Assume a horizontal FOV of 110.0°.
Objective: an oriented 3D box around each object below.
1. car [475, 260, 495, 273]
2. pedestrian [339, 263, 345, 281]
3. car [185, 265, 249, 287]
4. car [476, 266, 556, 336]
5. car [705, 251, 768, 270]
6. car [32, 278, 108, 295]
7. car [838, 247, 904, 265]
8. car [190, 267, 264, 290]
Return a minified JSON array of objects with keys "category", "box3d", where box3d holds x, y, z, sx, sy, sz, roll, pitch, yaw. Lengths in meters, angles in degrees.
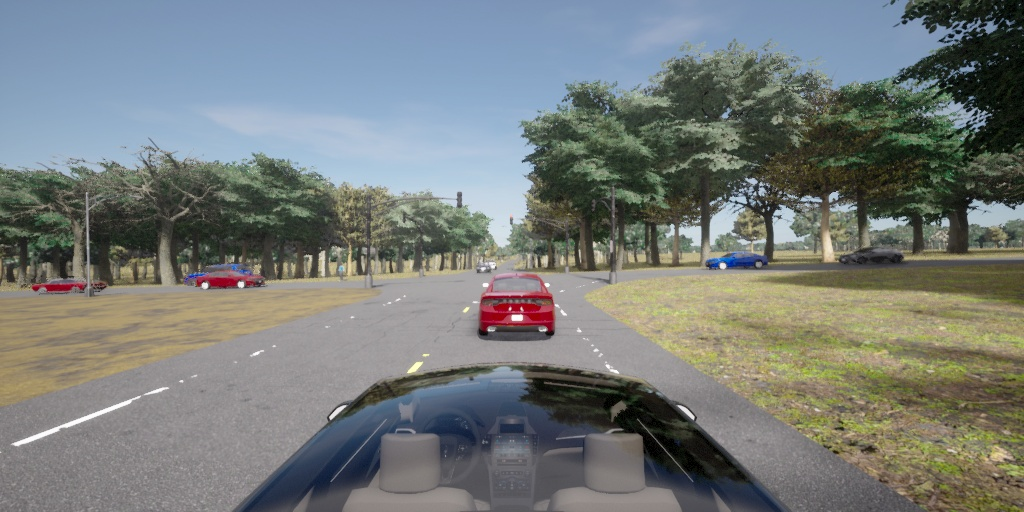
[{"category":"car","box3d":[-3.747,1.569,47.734,2.128,1.511,4.902,0,-1,-2]},{"category":"pedestrian","box3d":[-17.914,1.666,37.603,0.375,1.860,0.375,0,1,3]},{"category":"car","box3d":[-27.834,1.898,34.167,5.566,2.045,2.150,-2,-1,2]},{"category":"car","box3d":[0.127,1.229,10.484,1.882,1.535,5.008,0,0,0]},{"category":"car","box3d":[20.001,0.391,32.089,5.008,1.535,1.882,-2,-1,2]},{"category":"car","box3d":[-37.959,2.578,30.898,4.718,1.301,1.895,-2,-1,3]},{"category":"car","box3d":[31.606,-0.017,31.599,4.674,1.442,1.812,-2,-1,2]},{"category":"car","box3d":[-23.690,1.974,30.255,5.008,1.535,1.882,-2,-1,2]}]
